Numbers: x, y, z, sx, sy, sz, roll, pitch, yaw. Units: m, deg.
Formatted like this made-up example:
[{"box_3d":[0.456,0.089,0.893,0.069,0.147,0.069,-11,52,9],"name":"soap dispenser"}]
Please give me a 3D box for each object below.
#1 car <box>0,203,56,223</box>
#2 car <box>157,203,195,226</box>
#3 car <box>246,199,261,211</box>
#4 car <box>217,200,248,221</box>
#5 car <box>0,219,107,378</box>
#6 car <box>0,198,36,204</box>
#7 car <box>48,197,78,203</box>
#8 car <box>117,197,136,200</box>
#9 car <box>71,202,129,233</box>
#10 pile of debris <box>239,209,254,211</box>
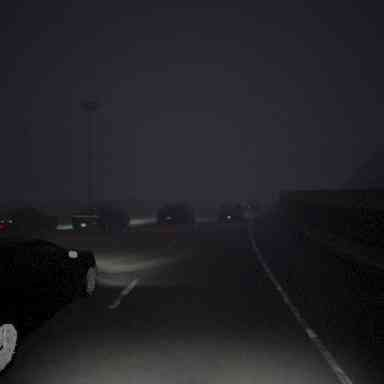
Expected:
[{"box_3d":[-9.041,1.512,17.761,1.812,1.442,4.674,0,0,7],"name":"car"},{"box_3d":[-1.028,1.483,23.553,1.882,1.535,5.008,0,0,10],"name":"car"},{"box_3d":[7.606,1.555,42.350,1.812,1.442,4.674,0,0,19],"name":"car"},{"box_3d":[3.280,1.616,27.306,1.895,1.301,4.718,0,0,12],"name":"car"},{"box_3d":[-3.153,1.473,5.506,1.882,1.535,5.008,0,0,3],"name":"car"},{"box_3d":[-22.001,1.457,42.051,2.128,1.511,4.902,0,0,16],"name":"car"},{"box_3d":[-17.449,1.468,45.102,2.128,1.511,4.902,0,0,18],"name":"car"},{"box_3d":[-10.772,1.485,53.700,2.128,1.511,4.902,0,0,22],"name":"car"},{"box_3d":[-5.236,1.486,19.586,2.128,1.511,4.902,0,0,9],"name":"car"},{"box_3d":[6.600,2.202,39.977,1.500,0.140,1.860,0,0,18],"name":"pile of debris"}]
